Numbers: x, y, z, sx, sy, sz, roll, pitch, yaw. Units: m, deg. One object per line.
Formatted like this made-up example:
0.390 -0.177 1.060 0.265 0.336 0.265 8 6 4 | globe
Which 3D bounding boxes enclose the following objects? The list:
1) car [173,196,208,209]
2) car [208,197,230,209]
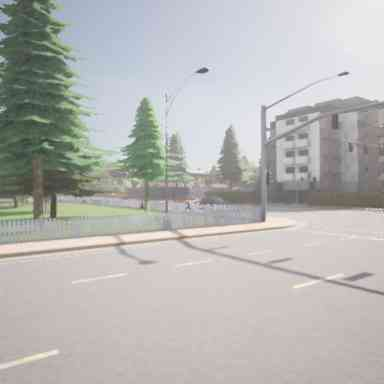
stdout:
-0.494 1.233 41.045 2.097 1.767 4.553 0 0 -34 | car
2.842 1.368 42.357 1.837 1.490 4.892 0 0 -34 | car
